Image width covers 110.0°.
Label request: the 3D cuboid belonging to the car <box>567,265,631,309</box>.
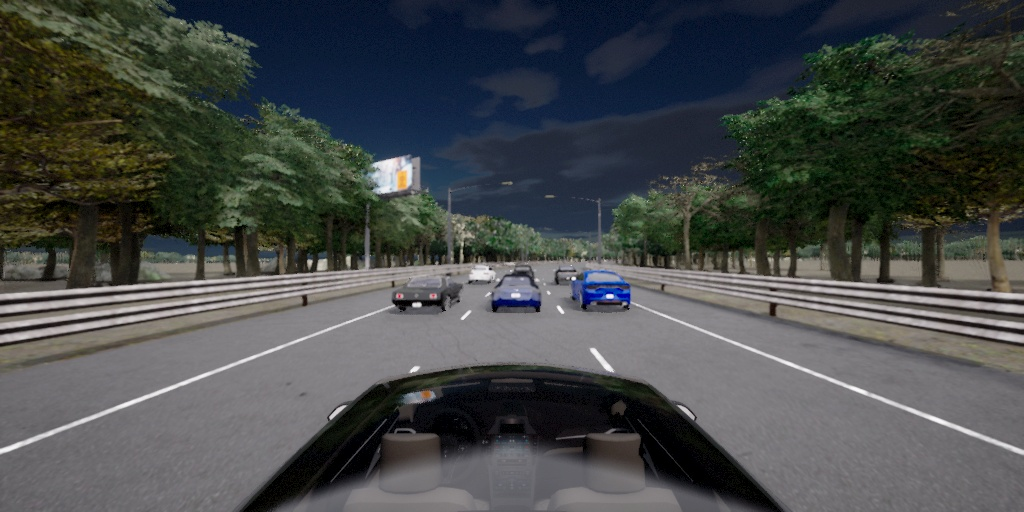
[{"bbox_3d":[3.755,1.365,15.801,1.882,1.535,5.008,0,0,3],"label":"car"}]

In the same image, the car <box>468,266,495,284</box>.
[{"bbox_3d":[-2.491,1.561,30.564,1.812,1.442,4.674,0,0,5],"label":"car"}]

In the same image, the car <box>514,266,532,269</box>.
[{"bbox_3d":[0.967,1.536,29.927,1.837,1.490,4.892,0,0,5],"label":"car"}]

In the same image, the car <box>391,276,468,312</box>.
[{"bbox_3d":[-3.292,1.481,15.002,1.895,1.301,4.718,0,-1,2],"label":"car"}]

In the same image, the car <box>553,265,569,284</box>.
[{"bbox_3d":[4.461,1.520,29.719,2.128,1.511,4.902,0,0,5],"label":"car"}]

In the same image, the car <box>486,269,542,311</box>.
[{"bbox_3d":[0.226,1.447,15.261,1.994,1.385,4.181,0,0,2],"label":"car"}]
